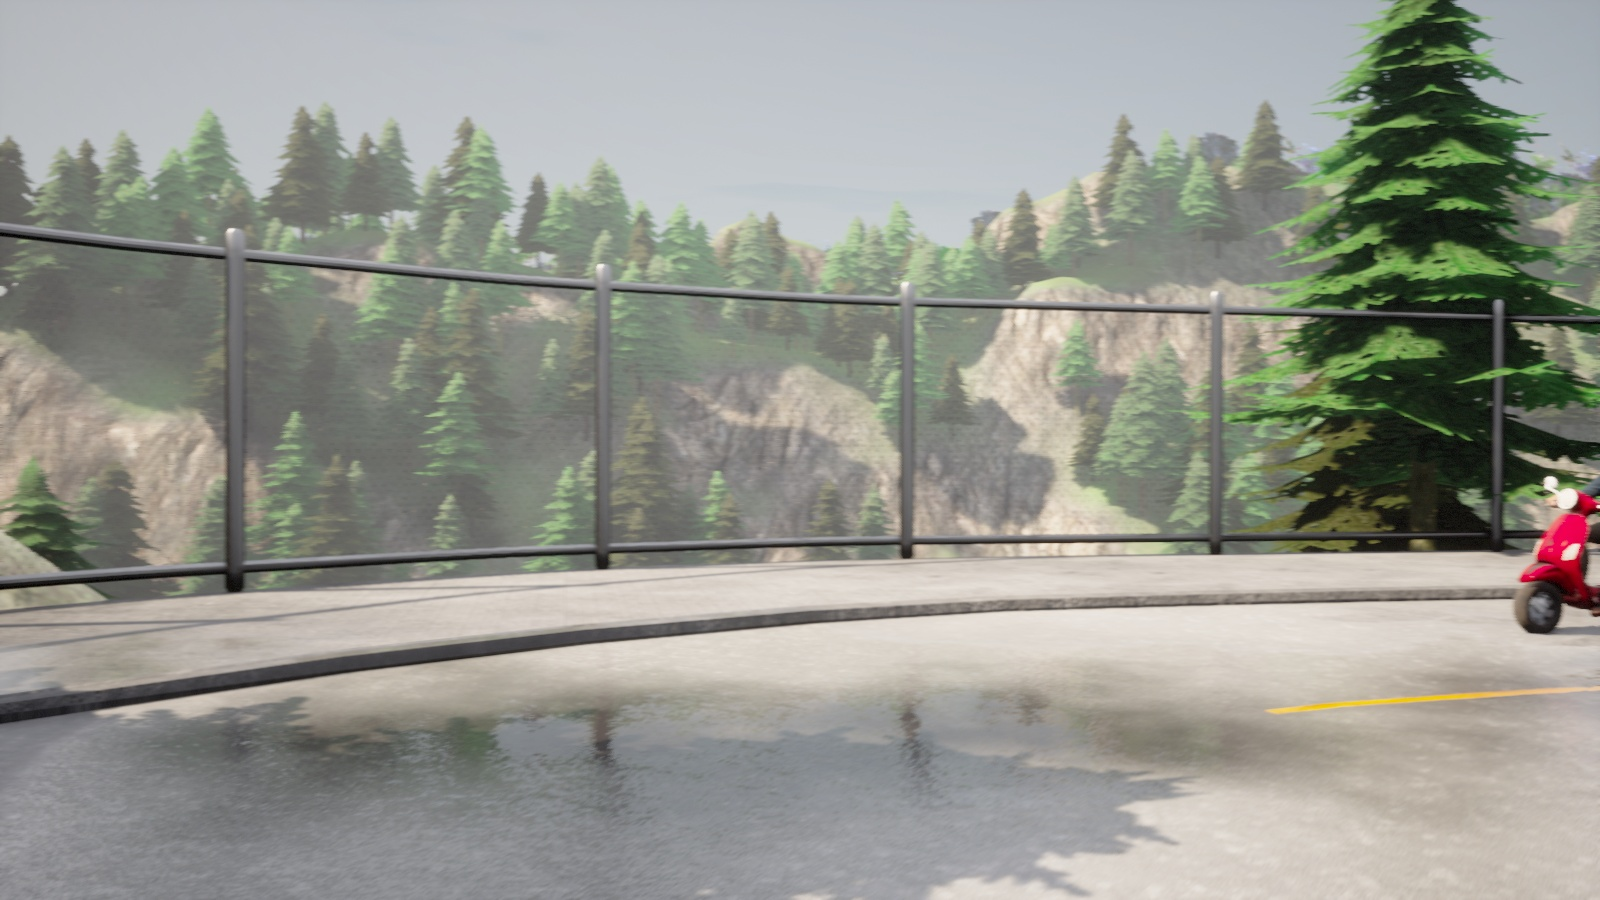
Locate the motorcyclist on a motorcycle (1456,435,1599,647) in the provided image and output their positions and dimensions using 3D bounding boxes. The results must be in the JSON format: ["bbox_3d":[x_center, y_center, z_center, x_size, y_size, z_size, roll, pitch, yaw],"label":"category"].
[{"bbox_3d":[6.342,0.679,10.004,1.817,1.590,0.866,0,1,-12],"label":"motorcyclist on a motorcycle"}]
